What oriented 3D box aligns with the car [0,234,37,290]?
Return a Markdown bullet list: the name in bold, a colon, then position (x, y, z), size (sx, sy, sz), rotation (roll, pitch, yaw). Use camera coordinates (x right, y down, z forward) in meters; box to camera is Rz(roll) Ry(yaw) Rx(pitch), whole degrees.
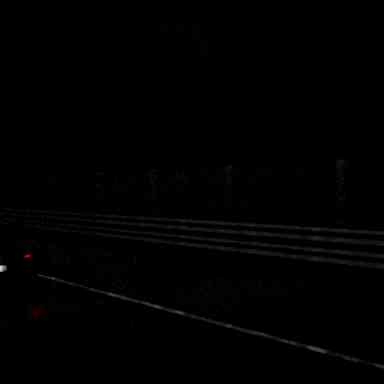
- **car**: position (-5.624, 1.568, 8.075), size (4.181, 1.385, 1.994), rotation (0, 0, 36)
